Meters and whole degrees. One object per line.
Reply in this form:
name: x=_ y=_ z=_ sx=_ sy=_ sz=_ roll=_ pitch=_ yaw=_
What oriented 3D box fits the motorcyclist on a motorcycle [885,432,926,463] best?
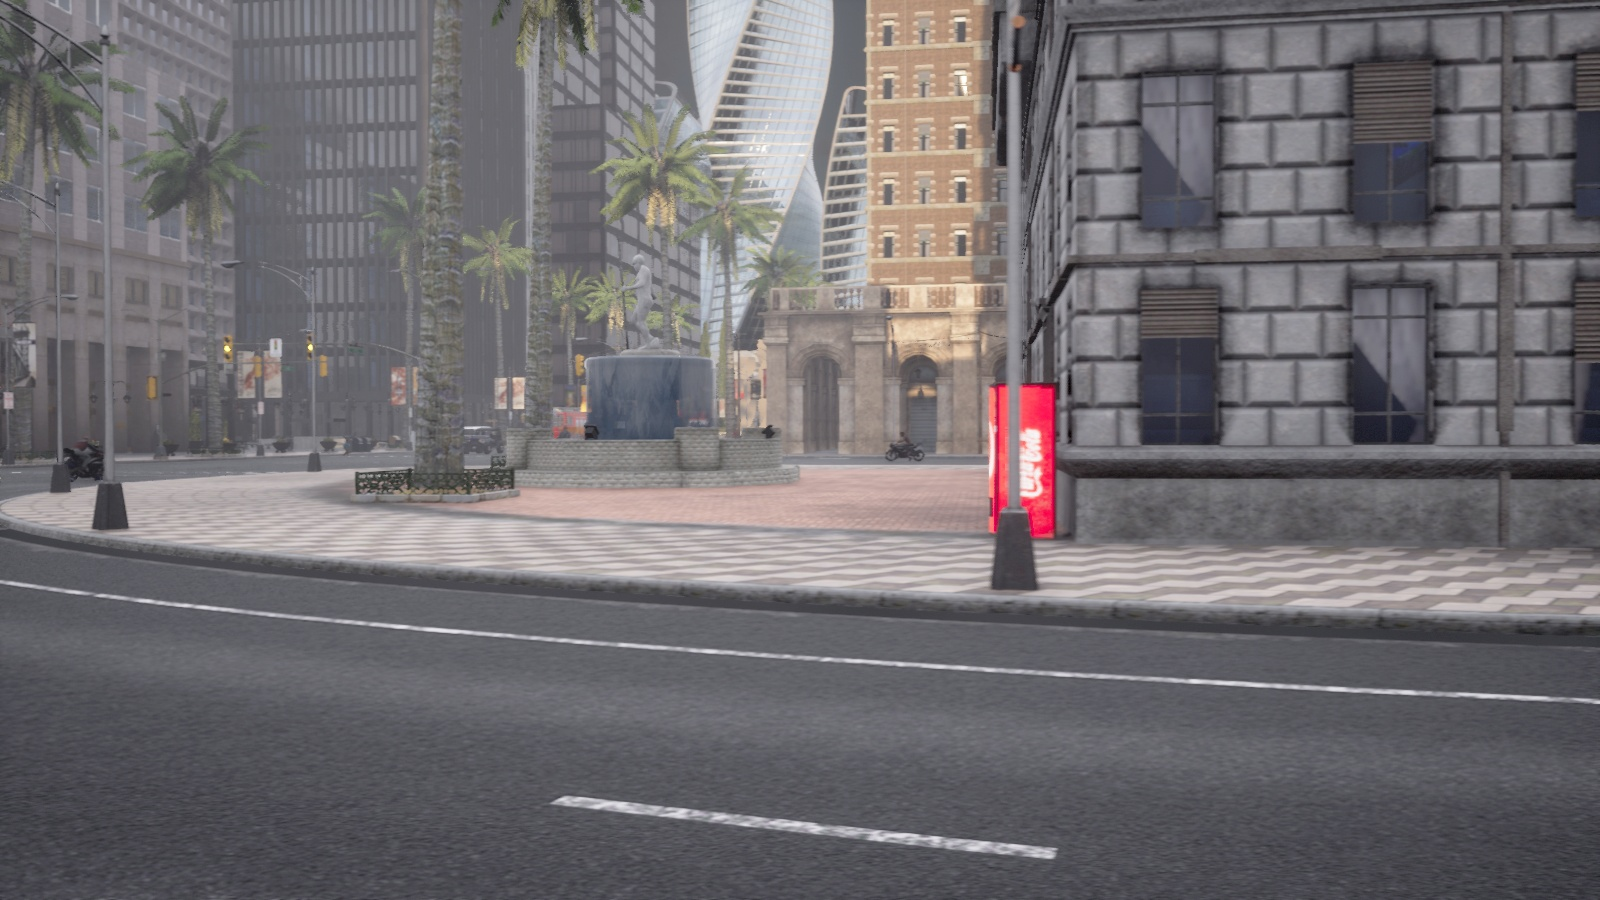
motorcyclist on a motorcycle: x=5.348 y=-0.127 z=63.536 sx=2.044 sy=1.523 sz=0.797 roll=0 pitch=1 yaw=9

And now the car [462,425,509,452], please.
car: x=-22.636 y=-0.832 z=90.396 sx=1.905 sy=1.878 sz=3.866 roll=0 pitch=1 yaw=9

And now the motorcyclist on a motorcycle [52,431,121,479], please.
motorcyclist on a motorcycle: x=-23.352 y=0.147 z=41.137 sx=0.866 sy=1.530 sz=2.191 roll=1 pitch=1 yaw=5
